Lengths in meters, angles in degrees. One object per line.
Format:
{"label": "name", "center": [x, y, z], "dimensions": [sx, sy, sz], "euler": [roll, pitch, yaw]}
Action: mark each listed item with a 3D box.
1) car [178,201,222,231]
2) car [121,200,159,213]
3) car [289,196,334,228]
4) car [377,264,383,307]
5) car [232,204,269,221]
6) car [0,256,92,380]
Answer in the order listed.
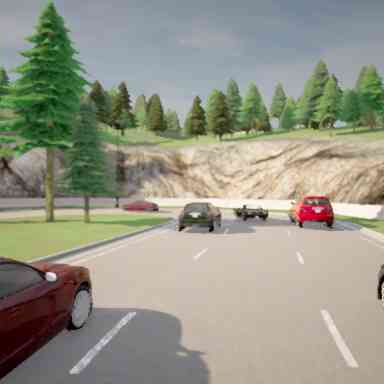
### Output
{"label": "car", "center": [0.616, 1.392, 20.969], "dimensions": [2.097, 1.767, 4.553], "euler": [0, 0, 12]}
{"label": "car", "center": [-5.982, 1.616, 38.370], "dimensions": [4.181, 1.385, 1.994], "euler": [0, 0, 13]}
{"label": "car", "center": [8.219, 1.286, 23.188], "dimensions": [2.150, 2.045, 5.566], "euler": [1, 0, 9]}
{"label": "car", "center": [4.183, 1.512, 4.391], "dimensions": [2.128, 1.511, 4.902], "euler": [0, 0, 9]}
{"label": "car", "center": [4.785, 1.664, 27.932], "dimensions": [1.895, 1.301, 4.718], "euler": [0, 0, -6]}
{"label": "car", "center": [-2.915, 1.477, 3.978], "dimensions": [1.882, 1.535, 5.008], "euler": [0, 0, 7]}
